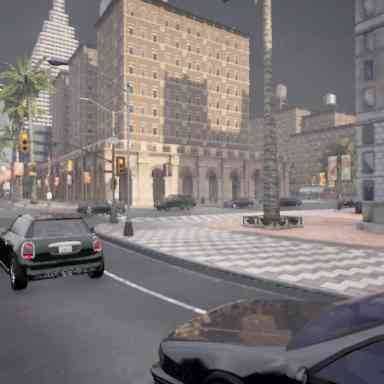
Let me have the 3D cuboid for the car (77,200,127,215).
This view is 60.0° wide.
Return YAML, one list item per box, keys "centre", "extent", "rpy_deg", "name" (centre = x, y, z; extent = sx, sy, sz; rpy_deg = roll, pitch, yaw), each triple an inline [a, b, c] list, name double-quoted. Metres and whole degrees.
- centre: [-9.001, 1.558, 33.285]
  extent: [4.892, 1.490, 1.837]
  rpy_deg: [0, 1, -28]
  name: "car"

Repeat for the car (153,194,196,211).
- centre: [-2.078, 1.277, 41.915]
  extent: [5.566, 2.045, 2.150]
  rpy_deg: [0, 0, -33]
  name: "car"

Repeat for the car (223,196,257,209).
- centre: [6.618, 1.557, 47.620]
  extent: [4.892, 1.490, 1.837]
  rpy_deg: [0, 0, -33]
  name: "car"

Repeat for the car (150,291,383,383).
- centre: [2.162, 1.548, 2.532]
  extent: [5.357, 1.411, 2.033]
  rpy_deg: [0, 0, 37]
  name: "car"

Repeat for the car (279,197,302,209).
- centre: [13.125, 1.521, 47.450]
  extent: [5.008, 1.535, 1.882]
  rpy_deg: [0, 0, -33]
  name: "car"

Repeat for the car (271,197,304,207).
- centre: [15.372, 1.595, 53.360]
  extent: [5.357, 1.411, 2.033]
  rpy_deg: [0, 0, -32]
  name: "car"

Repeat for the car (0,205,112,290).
- centre: [-4.233, 1.369, 9.522]
  extent: [2.097, 1.767, 4.553]
  rpy_deg: [0, 0, -36]
  name: "car"

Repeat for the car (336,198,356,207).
- centre: [24.122, 1.634, 50.546]
  extent: [4.718, 1.301, 1.895]
  rpy_deg: [0, 0, -34]
  name: "car"
